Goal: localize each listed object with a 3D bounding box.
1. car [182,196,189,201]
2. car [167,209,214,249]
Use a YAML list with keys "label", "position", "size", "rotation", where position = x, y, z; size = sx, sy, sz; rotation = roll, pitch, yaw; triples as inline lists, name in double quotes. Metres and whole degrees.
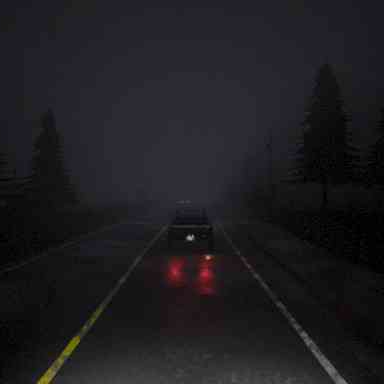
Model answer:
- label: "car"
  position: [-1.633, 1.576, 84.901]
  size: [1.895, 1.301, 4.718]
  rotation: [0, 0, 2]
- label: "car"
  position: [-0.040, 1.486, 14.589]
  size: [2.128, 1.511, 4.902]
  rotation: [0, 0, 1]
